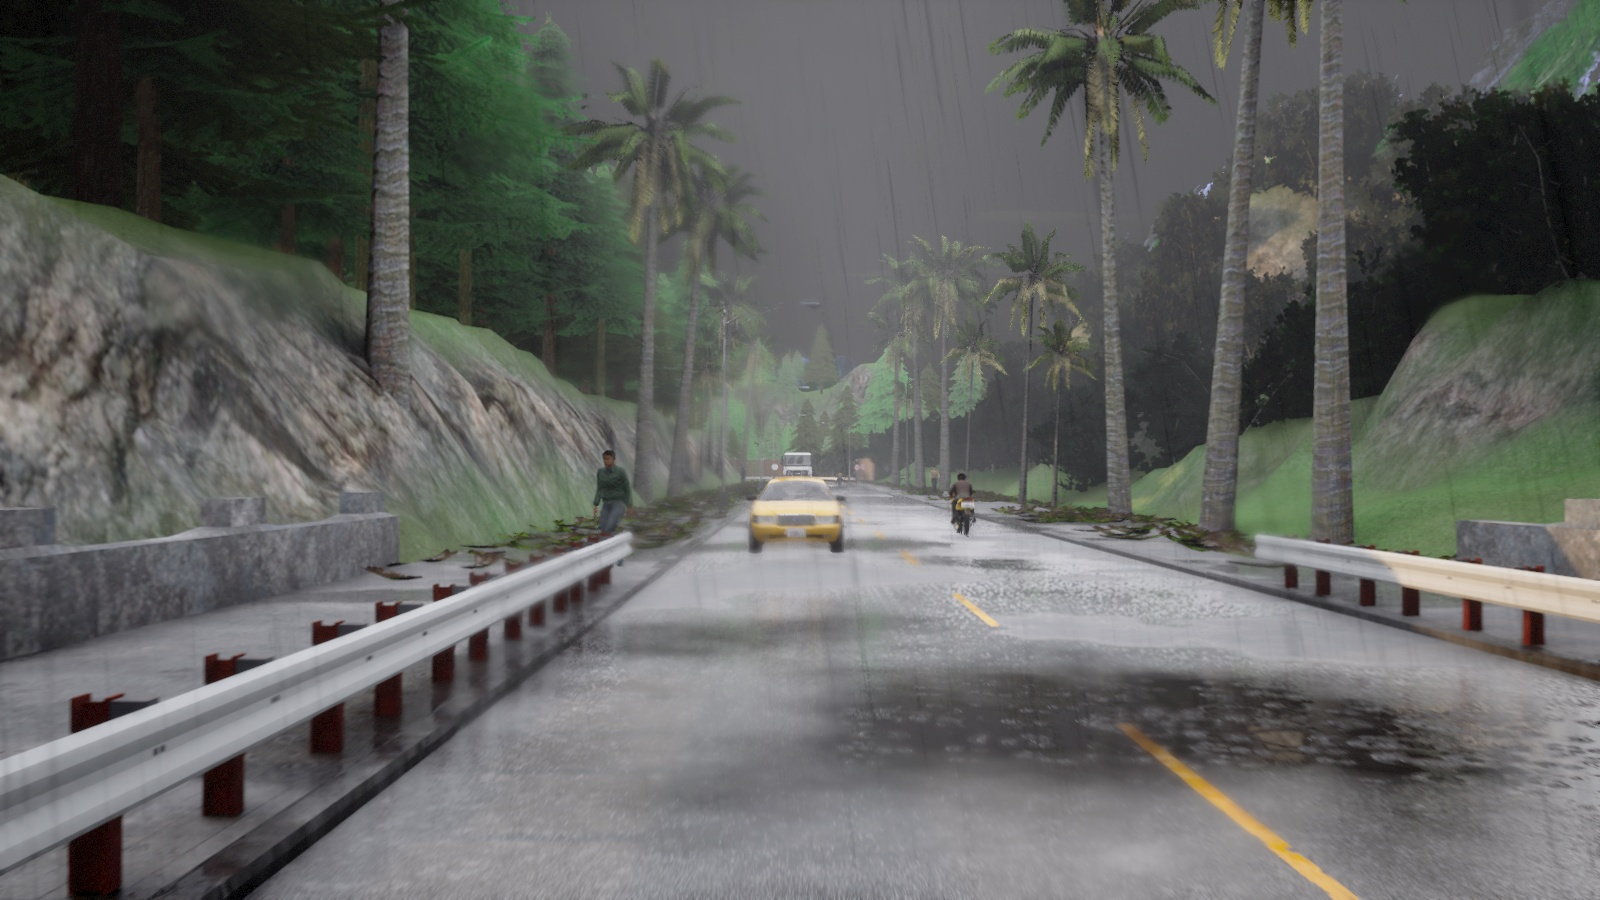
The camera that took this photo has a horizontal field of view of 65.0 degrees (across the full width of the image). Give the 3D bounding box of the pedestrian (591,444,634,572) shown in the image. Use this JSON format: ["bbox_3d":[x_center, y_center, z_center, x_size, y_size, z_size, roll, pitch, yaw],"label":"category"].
[{"bbox_3d":[-2.765,0.846,18.525,0.353,1.847,0.614,-1,-1,23],"label":"pedestrian"}]

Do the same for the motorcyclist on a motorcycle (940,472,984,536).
[{"bbox_3d":[3.934,1.295,30.689,0.797,1.523,2.044,0,-1,0],"label":"motorcyclist on a motorcycle"}]

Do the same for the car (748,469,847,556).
[{"bbox_3d":[-0.055,1.179,25.500,1.801,1.575,5.366,0,-1,0],"label":"car"}]
